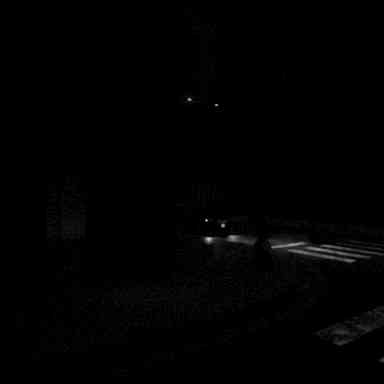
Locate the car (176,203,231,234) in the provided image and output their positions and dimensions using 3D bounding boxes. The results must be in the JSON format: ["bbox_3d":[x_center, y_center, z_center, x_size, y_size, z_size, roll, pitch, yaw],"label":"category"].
[{"bbox_3d":[0.091,1.406,18.639,2.128,1.511,4.902,0,0,-37],"label":"car"}]
